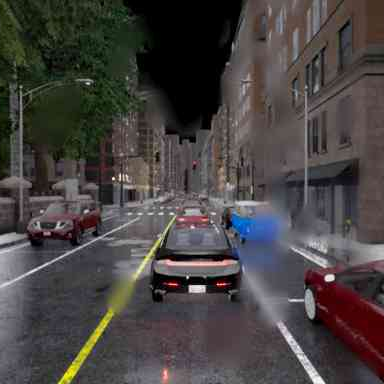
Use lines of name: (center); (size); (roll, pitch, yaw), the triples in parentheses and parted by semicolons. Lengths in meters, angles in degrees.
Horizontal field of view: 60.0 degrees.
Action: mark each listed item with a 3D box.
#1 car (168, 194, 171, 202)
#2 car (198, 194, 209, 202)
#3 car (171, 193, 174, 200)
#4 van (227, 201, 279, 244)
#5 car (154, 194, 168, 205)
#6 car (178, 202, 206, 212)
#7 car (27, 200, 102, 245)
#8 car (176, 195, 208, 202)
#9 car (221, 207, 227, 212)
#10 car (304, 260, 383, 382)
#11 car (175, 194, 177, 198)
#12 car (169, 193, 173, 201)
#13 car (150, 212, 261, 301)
car: (-5.713, 1.498, 64.680); (2.008, 1.369, 4.403); (0, 0, 0)
car: (2.803, 1.383, 75.623); (1.967, 1.590, 4.097); (0, 0, 0)
car: (-5.721, 1.487, 75.582); (1.887, 1.381, 4.507); (0, 0, 0)
van: (2.845, 1.335, 15.586); (1.690, 1.788, 3.998); (0, 0, 0)
car: (-5.710, 1.477, 59.059); (1.752, 1.417, 4.829); (0, 0, 0)
car: (0.091, 1.518, 18.536); (1.812, 1.442, 4.674); (0, 0, 0)
car: (-5.680, 1.309, 15.541); (2.192, 1.841, 5.009); (0, 0, 0)
car: (0.029, 1.337, 27.493); (2.097, 1.767, 4.553); (0, 0, 2)
car: (2.841, 1.556, 21.247); (1.947, 1.339, 4.313); (0, 0, 0)
car: (2.853, 1.544, 4.266); (1.887, 1.381, 4.507); (0, 0, 0)
car: (-5.728, 1.492, 86.483); (2.008, 1.369, 4.403); (0, 0, 0)
car: (-5.717, 1.489, 70.131); (1.887, 1.381, 4.507); (0, 0, 0)
car: (0.094, 1.489, 8.274); (2.128, 1.511, 4.902); (0, 0, 0)
